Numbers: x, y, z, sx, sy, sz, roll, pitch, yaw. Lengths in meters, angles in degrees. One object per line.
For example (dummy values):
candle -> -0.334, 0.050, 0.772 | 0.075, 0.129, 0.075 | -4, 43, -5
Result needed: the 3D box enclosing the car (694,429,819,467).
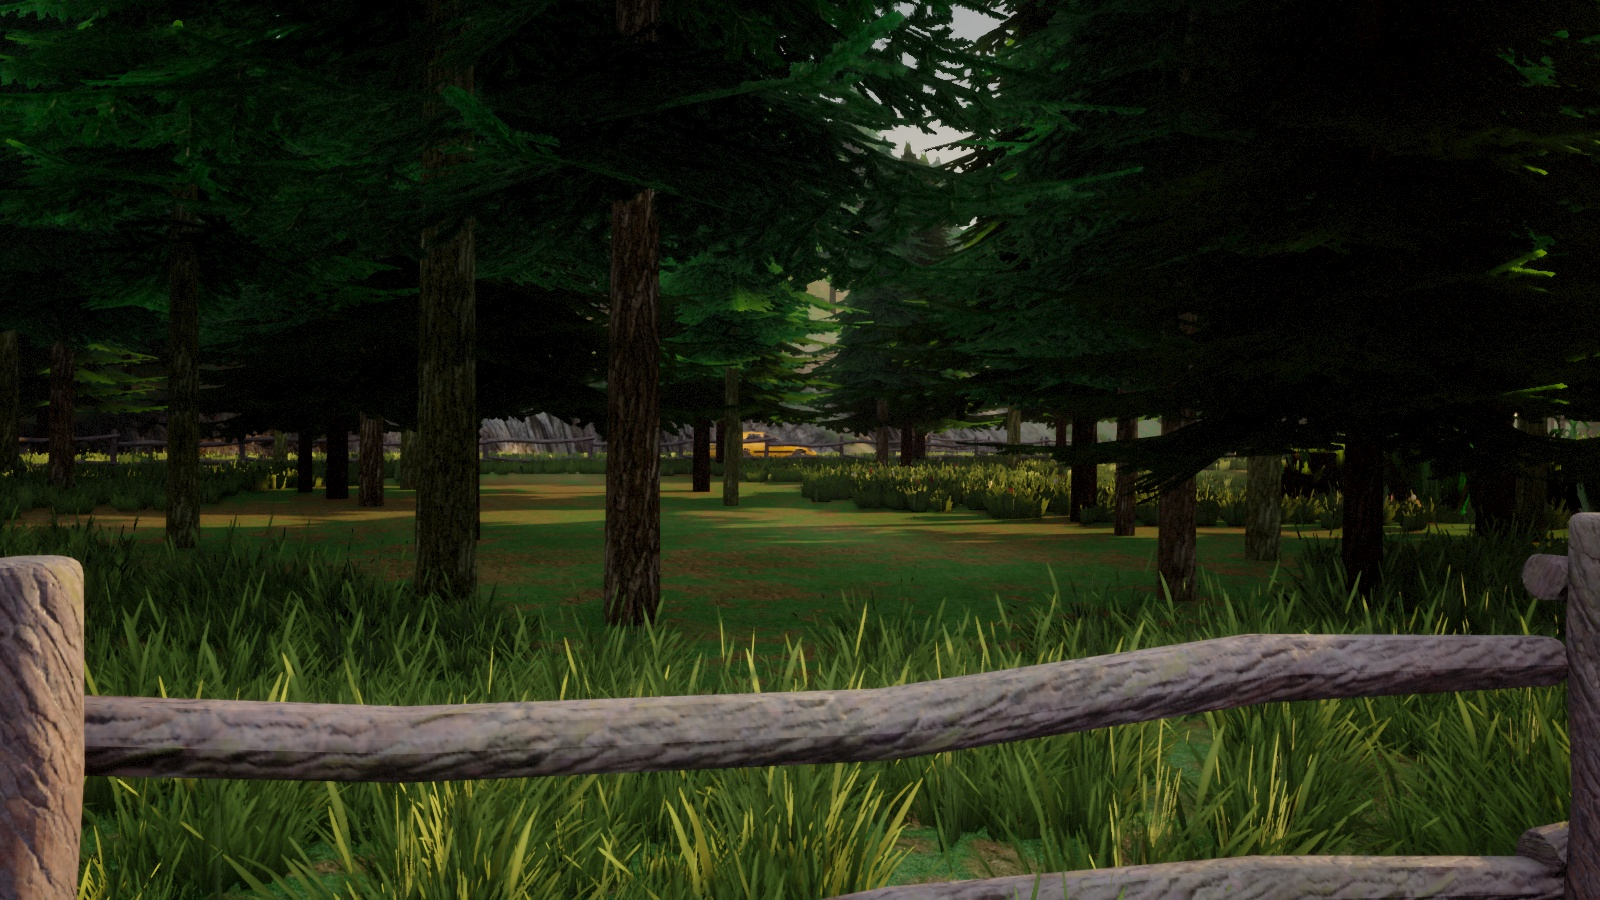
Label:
car -> -1.884, -0.116, 55.327 | 5.366, 1.575, 1.801 | -1, 1, -34
